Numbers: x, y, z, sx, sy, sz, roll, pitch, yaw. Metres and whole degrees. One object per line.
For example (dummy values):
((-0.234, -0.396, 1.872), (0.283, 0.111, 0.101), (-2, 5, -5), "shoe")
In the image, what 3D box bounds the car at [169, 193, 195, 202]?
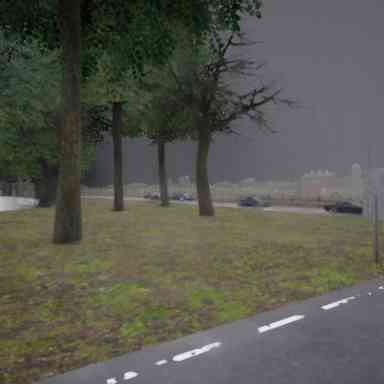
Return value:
((-1.731, 0.875, 57.031), (2.033, 1.411, 5.357), (-1, 1, -35), "car")

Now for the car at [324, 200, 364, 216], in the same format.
((14.403, 1.430, 29.728), (1.895, 1.301, 4.718), (-1, 2, -36), "car")

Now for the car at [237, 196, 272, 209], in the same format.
((7.380, 1.198, 39.454), (1.994, 1.385, 4.181), (-1, 2, -36), "car")

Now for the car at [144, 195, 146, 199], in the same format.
((-7.587, 0.729, 65.044), (1.812, 1.442, 4.674), (-1, 1, -36), "car")

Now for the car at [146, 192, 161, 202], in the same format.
((-5.558, 0.856, 57.517), (1.812, 1.442, 4.674), (-1, 1, -35), "car")
